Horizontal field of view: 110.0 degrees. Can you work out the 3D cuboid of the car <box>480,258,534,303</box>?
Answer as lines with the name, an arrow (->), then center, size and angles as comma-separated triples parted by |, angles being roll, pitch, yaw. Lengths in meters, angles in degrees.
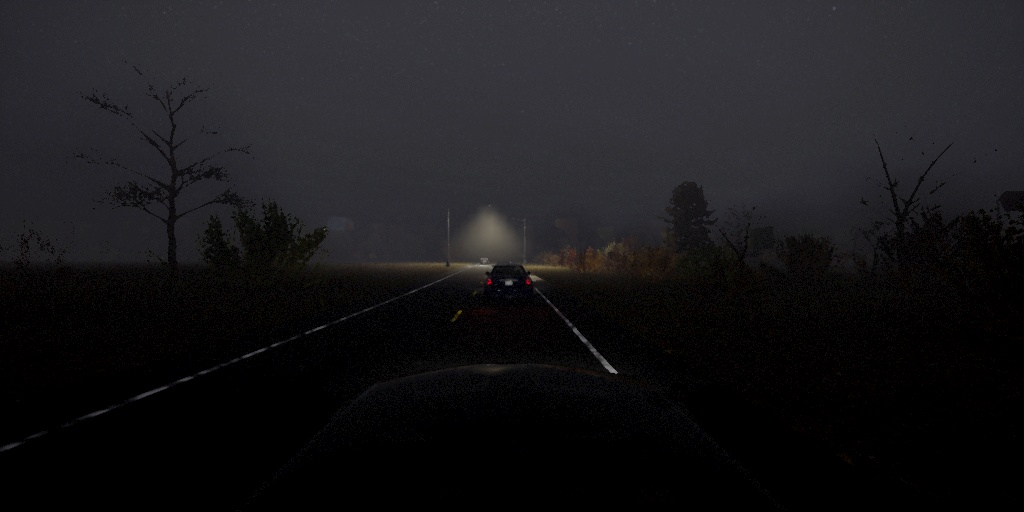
car -> -0.178, 1.107, 16.542 | 2.097, 1.767, 4.553 | 0, 0, -1
